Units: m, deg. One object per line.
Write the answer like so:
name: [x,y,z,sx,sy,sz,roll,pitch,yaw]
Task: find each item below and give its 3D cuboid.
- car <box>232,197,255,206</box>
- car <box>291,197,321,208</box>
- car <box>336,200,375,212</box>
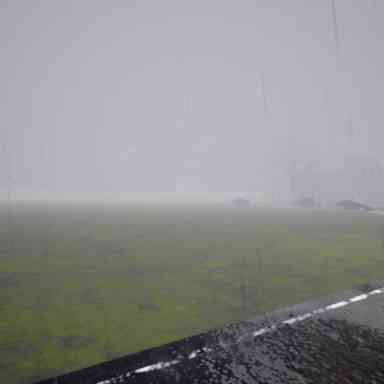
car: [9.348,1.743,60.872,2.128,1.511,4.902,0,0,-35]
car: [18.228,1.647,53.327,2.097,1.767,4.553,0,0,-35]
car: [21.400,1.805,43.705,1.837,1.490,4.892,0,0,-35]
